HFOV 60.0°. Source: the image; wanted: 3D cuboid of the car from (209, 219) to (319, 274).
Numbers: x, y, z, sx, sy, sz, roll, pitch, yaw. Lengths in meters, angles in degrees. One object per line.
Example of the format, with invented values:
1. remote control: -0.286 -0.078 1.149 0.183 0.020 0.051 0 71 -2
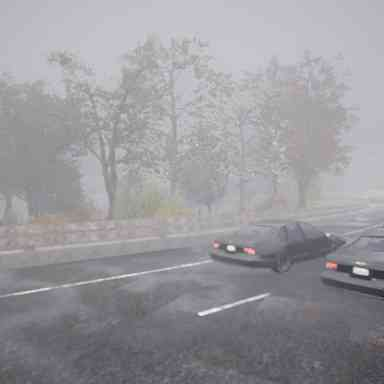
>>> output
1. car: 2.998 1.591 10.762 5.357 1.411 2.033 0 0 -40

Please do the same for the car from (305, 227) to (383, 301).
1. car: 5.165 1.574 8.017 5.357 1.411 2.033 0 0 -40

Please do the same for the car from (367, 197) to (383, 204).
1. car: 38.049 1.728 69.164 2.128 1.511 4.902 0 0 10
